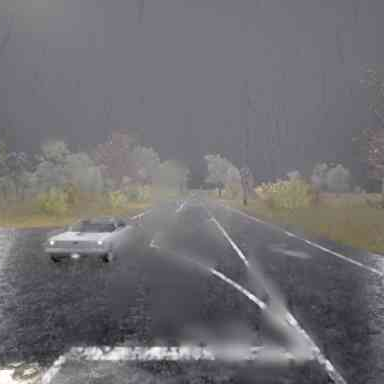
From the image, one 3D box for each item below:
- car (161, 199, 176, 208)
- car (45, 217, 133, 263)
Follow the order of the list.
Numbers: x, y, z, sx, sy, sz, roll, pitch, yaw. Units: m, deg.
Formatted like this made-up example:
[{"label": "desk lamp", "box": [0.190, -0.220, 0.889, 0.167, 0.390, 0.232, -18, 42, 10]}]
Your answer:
[{"label": "car", "box": [-3.380, 1.641, 48.118, 1.994, 1.385, 4.181, 0, 0, 0]}, {"label": "car", "box": [-3.462, 1.610, 12.101, 1.895, 1.301, 4.718, 0, 0, 0]}]
